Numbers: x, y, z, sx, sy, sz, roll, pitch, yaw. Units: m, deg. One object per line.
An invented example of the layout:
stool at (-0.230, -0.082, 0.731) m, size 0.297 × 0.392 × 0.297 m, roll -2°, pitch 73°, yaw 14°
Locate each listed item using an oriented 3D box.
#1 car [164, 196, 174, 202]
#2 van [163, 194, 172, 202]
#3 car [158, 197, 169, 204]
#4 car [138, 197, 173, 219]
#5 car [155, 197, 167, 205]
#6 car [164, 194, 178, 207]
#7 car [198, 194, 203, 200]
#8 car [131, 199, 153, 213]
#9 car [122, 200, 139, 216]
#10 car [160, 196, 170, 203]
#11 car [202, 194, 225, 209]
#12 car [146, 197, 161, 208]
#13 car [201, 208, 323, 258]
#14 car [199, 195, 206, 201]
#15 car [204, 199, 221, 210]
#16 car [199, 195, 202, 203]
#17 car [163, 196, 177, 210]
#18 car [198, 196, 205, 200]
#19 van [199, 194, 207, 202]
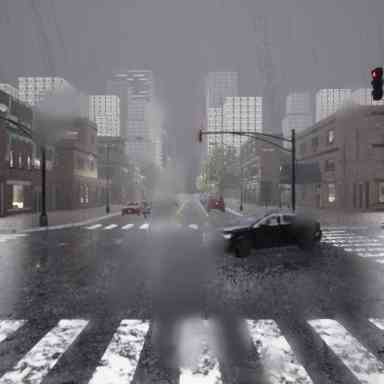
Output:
car at (-5.694, 1.637, 82.745) m, size 2.008 × 1.369 × 4.403 m, roll 0°, pitch 0°, yaw 0°
van at (-5.693, 1.415, 77.220) m, size 1.690 × 1.788 × 3.998 m, roll 0°, pitch 0°, yaw 0°
car at (-5.693, 1.636, 66.169) m, size 1.802 × 1.307 × 4.206 m, roll 0°, pitch 0°, yaw 0°
car at (-3.100, 1.502, 29.539) m, size 2.128 × 1.511 × 4.902 m, roll 0°, pitch 0°, yaw 0°
car at (-5.693, 1.627, 60.644) m, size 1.802 × 1.307 × 4.206 m, roll 0°, pitch 0°, yaw 0°
car at (-3.089, 1.522, 51.353) m, size 2.128 × 1.511 × 4.902 m, roll 0°, pitch 0°, yaw 0°
car at (2.687, 1.596, 60.645) m, size 2.008 × 1.369 × 4.403 m, roll 0°, pitch 0°, yaw 0°
car at (-5.691, 1.584, 38.542) m, size 1.947 × 1.339 × 4.313 m, roll 0°, pitch 0°, yaw 0°
car at (-5.779, 1.558, 33.021) m, size 1.887 × 1.381 × 4.507 m, roll 0°, pitch 0°, yaw 0°
car at (-5.693, 1.589, 71.524) m, size 1.752 × 1.417 × 4.829 m, roll 0°, pitch 0°, yaw 0°
car at (2.689, 1.333, 38.543) m, size 2.192 × 1.841 × 5.009 m, roll 0°, pitch 0°, yaw 0°
car at (-5.692, 1.555, 49.423) m, size 1.752 × 1.417 × 4.829 m, roll 0°, pitch 0°, yaw 0°
car at (2.711, 1.490, 12.648) m, size 4.902 × 1.511 × 2.128 m, roll 0°, pitch -1°, yaw -26°
car at (2.686, 1.624, 88.441) m, size 1.752 × 1.417 × 4.829 m, roll 0°, pitch 0°, yaw 0°
car at (2.688, 1.590, 44.069) m, size 1.947 × 1.339 × 4.313 m, roll 0°, pitch 0°, yaw 0°
car at (2.688, 1.603, 55.120) m, size 1.947 × 1.339 × 4.313 m, roll 0°, pitch 0°, yaw 0°
car at (-3.097, 1.524, 39.715) m, size 1.837 × 1.490 × 4.892 m, roll 0°, pitch 0°, yaw 0°
car at (2.686, 1.693, 93.796) m, size 1.802 × 1.307 × 4.206 m, roll 0°, pitch 0°, yaw 0°
van at (2.686, 1.427, 82.746) m, size 1.690 × 1.788 × 3.998 m, roll 0°, pitch 0°, yaw 0°
